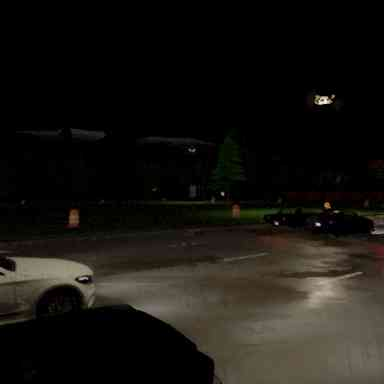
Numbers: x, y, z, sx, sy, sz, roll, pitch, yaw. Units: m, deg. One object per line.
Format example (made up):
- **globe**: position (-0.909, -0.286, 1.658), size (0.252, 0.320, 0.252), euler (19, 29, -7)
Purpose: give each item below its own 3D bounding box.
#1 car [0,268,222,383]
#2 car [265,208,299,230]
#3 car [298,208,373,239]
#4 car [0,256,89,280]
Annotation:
- **car**: position (-2.060, 1.599, 2.277), size (4.718, 1.301, 1.895), euler (0, 0, -35)
- **car**: position (7.071, 1.678, 21.881), size (4.718, 1.301, 1.895), euler (0, 0, -35)
- **car**: position (8.058, 1.635, 18.086), size (4.181, 1.385, 1.994), euler (0, 0, -35)
- **car**: position (-3.923, 1.525, 5.246), size (4.674, 1.442, 1.812), euler (0, 0, -36)
